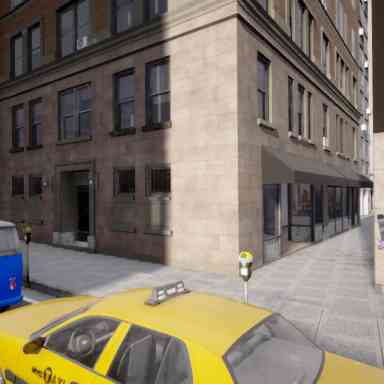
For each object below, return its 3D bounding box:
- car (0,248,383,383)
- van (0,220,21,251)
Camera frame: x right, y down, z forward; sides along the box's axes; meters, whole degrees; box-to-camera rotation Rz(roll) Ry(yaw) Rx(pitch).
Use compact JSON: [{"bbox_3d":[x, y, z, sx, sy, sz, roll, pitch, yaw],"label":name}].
[{"bbox_3d":[-0.432,1.526,3.168,4.829,1.417,1.752,0,-1,36],"label":"car"},{"bbox_3d":[-4.908,1.342,6.371,3.998,1.788,1.690,0,-1,36],"label":"van"}]
